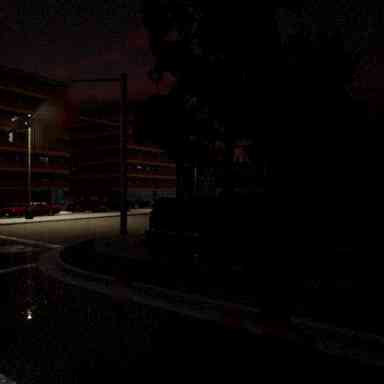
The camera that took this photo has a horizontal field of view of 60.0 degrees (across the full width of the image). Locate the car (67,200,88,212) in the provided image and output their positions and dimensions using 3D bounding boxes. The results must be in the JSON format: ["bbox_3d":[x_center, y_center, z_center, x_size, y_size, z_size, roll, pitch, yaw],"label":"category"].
[{"bbox_3d":[-12.209,1.562,38.525,1.994,1.385,4.181,0,0,37],"label":"car"}]

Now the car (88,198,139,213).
[{"bbox_3d":[-8.741,1.476,37.373,1.882,1.535,5.008,0,0,36],"label":"car"}]

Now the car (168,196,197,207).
[{"bbox_3d":[-1.408,1.492,53.402,2.128,1.511,4.902,0,0,36],"label":"car"}]

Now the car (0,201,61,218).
[{"bbox_3d":[-14.274,1.601,29.772,1.895,1.301,4.718,0,0,33],"label":"car"}]

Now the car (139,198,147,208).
[{"bbox_3d":[-7.306,1.564,45.296,1.994,1.385,4.181,0,0,36],"label":"car"}]

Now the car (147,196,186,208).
[{"bbox_3d":[-3.418,1.352,44.701,2.097,1.767,4.553,0,0,36],"label":"car"}]
